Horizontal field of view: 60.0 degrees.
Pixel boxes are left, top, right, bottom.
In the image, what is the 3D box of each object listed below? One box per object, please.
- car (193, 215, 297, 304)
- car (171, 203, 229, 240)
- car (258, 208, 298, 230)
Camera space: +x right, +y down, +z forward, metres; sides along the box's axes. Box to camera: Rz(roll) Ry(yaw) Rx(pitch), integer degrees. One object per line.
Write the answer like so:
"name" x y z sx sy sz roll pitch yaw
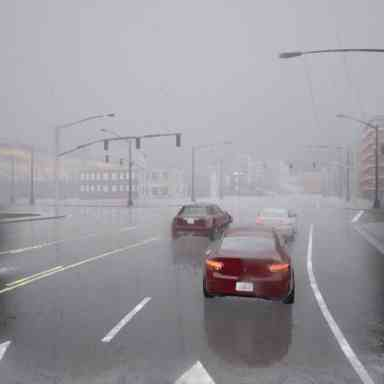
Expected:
"car" 1.465 1.526 8.175 1.812 1.442 4.674 0 0 13
"car" 0.645 1.352 16.847 2.097 1.767 4.553 0 0 19
"car" 4.215 1.526 16.604 1.812 1.442 4.674 0 0 20
